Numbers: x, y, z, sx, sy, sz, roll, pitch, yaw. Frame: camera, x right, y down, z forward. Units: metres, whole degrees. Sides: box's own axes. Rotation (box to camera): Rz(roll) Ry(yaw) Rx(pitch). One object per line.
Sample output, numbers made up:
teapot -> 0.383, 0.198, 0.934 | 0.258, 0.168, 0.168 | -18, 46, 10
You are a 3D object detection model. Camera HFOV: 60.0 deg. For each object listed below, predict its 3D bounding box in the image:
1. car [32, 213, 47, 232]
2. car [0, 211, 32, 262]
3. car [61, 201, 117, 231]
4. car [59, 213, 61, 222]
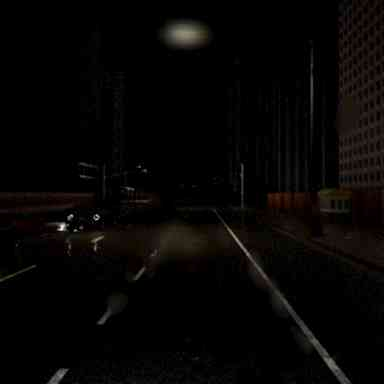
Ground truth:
car -> -10.039, 1.739, 18.500 | 1.895, 1.301, 4.718 | 0, -1, 2
car -> -6.831, 1.419, 9.419 | 2.097, 1.767, 4.553 | 0, 0, 2
car -> -6.422, 1.527, 21.742 | 2.097, 1.767, 4.553 | 0, -1, 2
car -> -9.679, 1.788, 28.498 | 1.994, 1.385, 4.181 | 0, 0, 2
